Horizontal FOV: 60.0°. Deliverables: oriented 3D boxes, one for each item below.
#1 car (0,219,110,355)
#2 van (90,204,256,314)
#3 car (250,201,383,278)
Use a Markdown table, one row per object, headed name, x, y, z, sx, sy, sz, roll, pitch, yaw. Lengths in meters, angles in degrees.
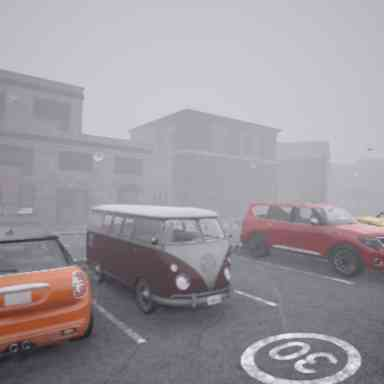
| name | x | y | z | sx | sy | sz | roll | pitch | yaw |
| --- | --- | --- | --- | --- | --- | --- | --- | --- | --- |
| car | -3.415 | 1.360 | 5.910 | 2.185 | 1.767 | 4.553 | 1 | 0 | -36 |
| van | -0.892 | 1.300 | 7.605 | 1.878 | 1.987 | 4.442 | 1 | -1 | -36 |
| car | 4.094 | 1.377 | 11.278 | 2.435 | 2.045 | 5.566 | 1 | -1 | -36 |
